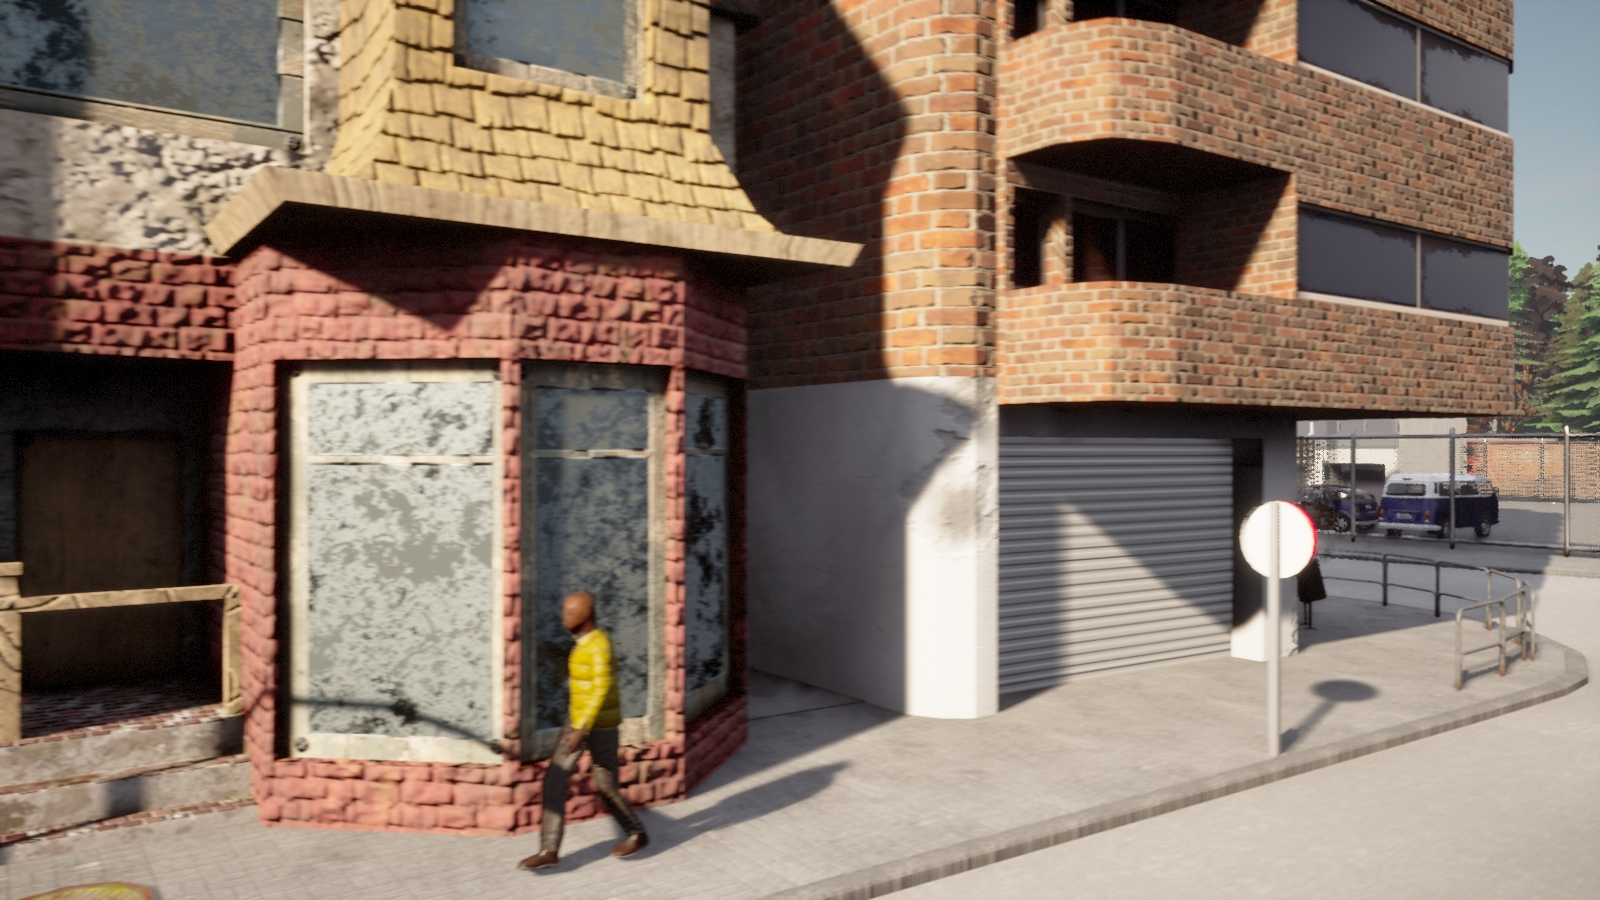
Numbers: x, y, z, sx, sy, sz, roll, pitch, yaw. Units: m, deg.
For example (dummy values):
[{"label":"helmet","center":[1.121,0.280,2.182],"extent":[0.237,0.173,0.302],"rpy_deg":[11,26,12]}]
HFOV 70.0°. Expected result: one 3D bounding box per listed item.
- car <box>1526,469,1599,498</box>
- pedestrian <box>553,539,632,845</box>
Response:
[{"label":"car","center":[43.194,1.850,63.121],"extent":[2.163,1.488,4.792],"rpy_deg":[0,0,-35]},{"label":"pedestrian","center":[-1.340,1.524,7.362],"extent":[0.375,1.860,0.375],"rpy_deg":[0,0,-35]}]
